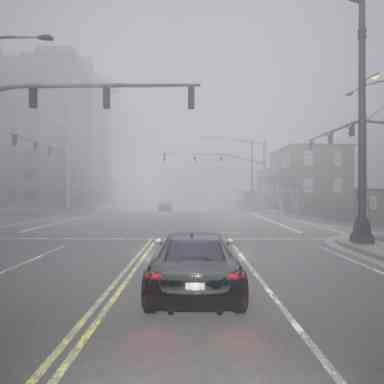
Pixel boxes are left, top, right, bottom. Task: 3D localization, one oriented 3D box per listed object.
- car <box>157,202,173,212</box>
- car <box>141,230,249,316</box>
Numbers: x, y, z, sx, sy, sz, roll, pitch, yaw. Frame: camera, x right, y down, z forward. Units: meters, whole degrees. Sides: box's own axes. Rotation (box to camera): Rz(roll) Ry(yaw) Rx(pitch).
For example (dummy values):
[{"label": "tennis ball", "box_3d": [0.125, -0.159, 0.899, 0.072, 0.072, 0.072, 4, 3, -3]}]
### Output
[{"label": "car", "box_3d": [-3.712, 2.151, 46.260, 1.837, 1.490, 4.892, 0, -6, 0]}, {"label": "car", "box_3d": [0.056, 1.559, 7.614, 1.994, 1.385, 4.181, 0, 0, 0]}]
